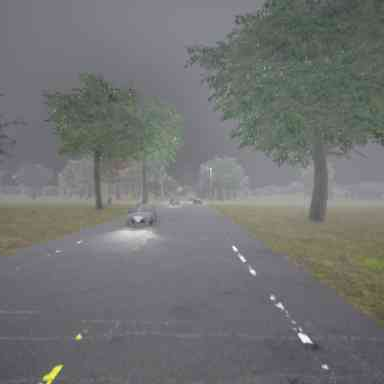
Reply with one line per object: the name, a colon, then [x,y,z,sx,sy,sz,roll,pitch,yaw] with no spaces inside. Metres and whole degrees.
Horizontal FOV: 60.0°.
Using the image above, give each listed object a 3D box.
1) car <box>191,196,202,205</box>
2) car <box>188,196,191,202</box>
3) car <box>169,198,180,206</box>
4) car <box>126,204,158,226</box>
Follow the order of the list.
car: [1.246,2.042,73.352,1.812,1.442,4.674,0,0,0]
car: [0.027,1.908,92.785,2.097,1.767,4.553,0,-1,0]
car: [-3.488,1.956,66.045,2.128,1.511,4.902,0,0,0]
car: [-3.589,1.638,24.574,2.128,1.511,4.902,0,0,0]
